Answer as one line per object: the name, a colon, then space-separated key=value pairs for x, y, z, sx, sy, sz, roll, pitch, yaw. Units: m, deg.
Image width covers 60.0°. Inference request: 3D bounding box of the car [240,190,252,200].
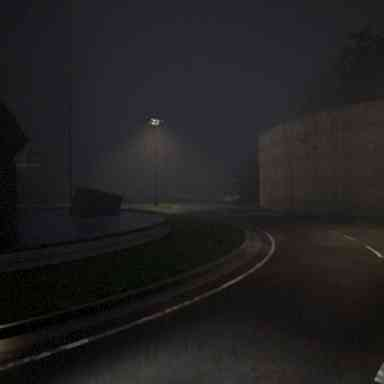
car: x=12.327 y=0.666 z=76.161 sx=2.150 sy=2.045 sz=5.566 roll=0 pitch=0 yaw=18
